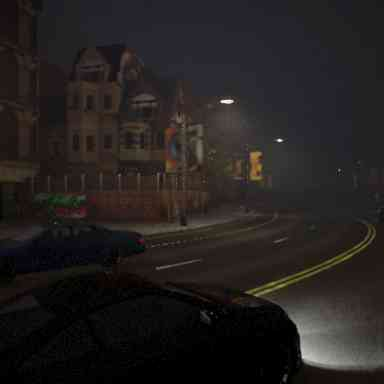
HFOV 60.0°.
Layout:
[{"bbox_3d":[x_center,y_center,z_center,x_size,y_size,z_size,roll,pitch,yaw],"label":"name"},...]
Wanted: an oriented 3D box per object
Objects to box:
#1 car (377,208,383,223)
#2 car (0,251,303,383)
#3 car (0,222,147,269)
[{"bbox_3d":[14.433,1.656,23.510,2.033,1.411,5.357,0,0,22],"label":"car"},{"bbox_3d":[-0.686,1.590,3.603,4.181,1.385,1.994,0,0,-38],"label":"car"},{"bbox_3d":[-3.985,1.620,9.931,5.357,1.411,2.033,0,0,-40],"label":"car"}]
